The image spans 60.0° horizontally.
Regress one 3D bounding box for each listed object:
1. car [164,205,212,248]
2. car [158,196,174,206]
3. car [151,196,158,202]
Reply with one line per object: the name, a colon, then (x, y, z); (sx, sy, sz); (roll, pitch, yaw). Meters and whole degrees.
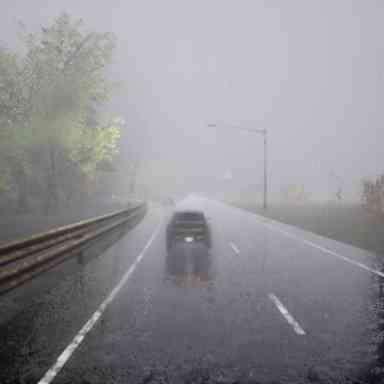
car: (-0.182, 1.545, 14.930); (1.837, 1.490, 4.892); (0, 0, -2)
car: (-4.210, 1.639, 56.666); (2.128, 1.511, 4.902); (0, 0, -9)
car: (-8.483, 1.722, 78.423); (1.812, 1.442, 4.674); (0, 0, -13)
